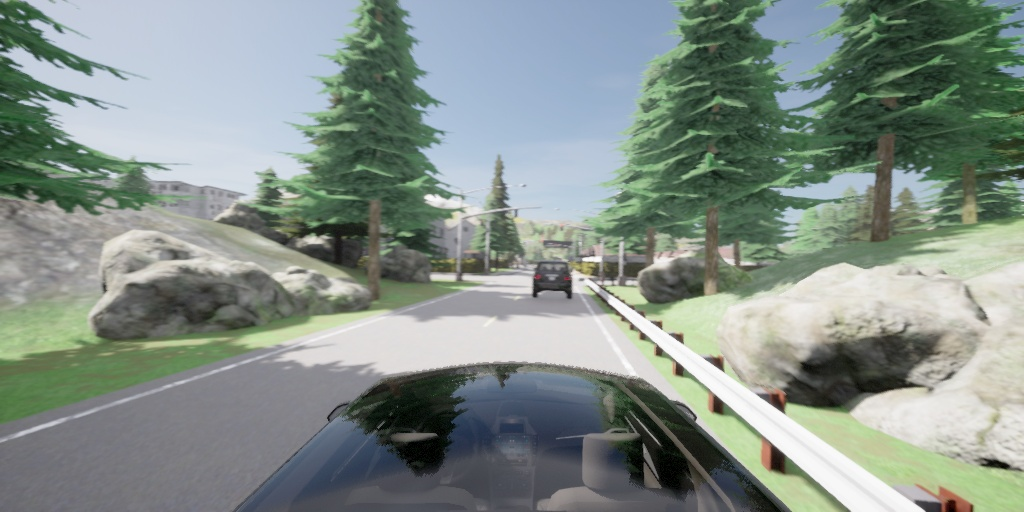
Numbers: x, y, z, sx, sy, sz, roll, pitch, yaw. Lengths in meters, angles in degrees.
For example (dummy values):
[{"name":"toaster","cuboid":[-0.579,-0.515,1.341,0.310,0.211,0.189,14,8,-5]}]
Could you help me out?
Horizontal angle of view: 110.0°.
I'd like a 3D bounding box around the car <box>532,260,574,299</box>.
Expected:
[{"name":"car","cuboid":[2.364,1.273,20.801,2.150,2.045,5.566,1,-1,7]}]
